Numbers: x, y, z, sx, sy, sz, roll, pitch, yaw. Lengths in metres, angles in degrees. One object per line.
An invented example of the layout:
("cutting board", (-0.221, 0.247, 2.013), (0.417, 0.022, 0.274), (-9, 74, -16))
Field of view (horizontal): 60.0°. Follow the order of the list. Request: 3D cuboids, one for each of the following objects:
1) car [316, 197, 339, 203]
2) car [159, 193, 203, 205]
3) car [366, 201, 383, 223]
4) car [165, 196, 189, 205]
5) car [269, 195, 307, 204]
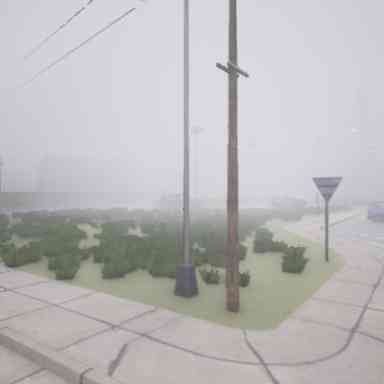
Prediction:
("car", (25.196, 1.520, 61.740), (3.905, 1.438, 1.784), (0, 0, 35))
("car", (-1.393, 1.223, 40.636), (5.566, 2.045, 2.150), (0, 2, 23))
("car", (15.264, 1.480, 24.140), (4.611, 1.667, 2.242), (0, 0, 35))
("car", (-2.685, 1.527, 60.718), (1.812, 1.442, 4.674), (0, 0, 35))
("car", (12.447, 1.310, 43.224), (4.605, 1.855, 1.932), (0, 0, 35))
